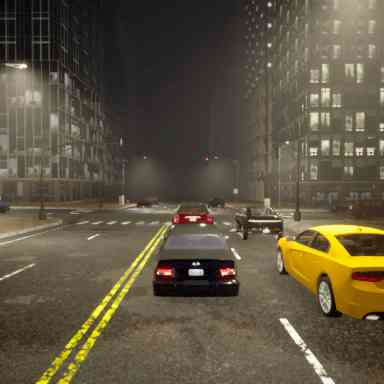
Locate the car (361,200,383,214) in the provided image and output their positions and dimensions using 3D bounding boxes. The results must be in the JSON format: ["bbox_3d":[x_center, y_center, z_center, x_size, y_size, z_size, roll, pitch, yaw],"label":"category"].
[{"bbox_3d":[21.670,1.643,36.959,4.829,1.417,1.752,1,0,1],"label":"car"}]

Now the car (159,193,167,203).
[{"bbox_3d":[-6.776,1.506,67.556,1.994,1.385,4.181,0,0,0],"label":"car"}]

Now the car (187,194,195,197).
[{"bbox_3d":[-0.303,1.469,79.761,1.994,1.385,4.181,0,0,0],"label":"car"}]

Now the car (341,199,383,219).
[{"bbox_3d":[16.093,1.520,28.651,5.009,1.841,2.192,1,0,1],"label":"car"}]

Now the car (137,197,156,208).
[{"bbox_3d":[-6.783,1.566,48.379,1.895,1.301,4.718,0,0,0],"label":"car"}]

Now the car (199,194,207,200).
[{"bbox_3d":[2.908,1.295,89.808,1.994,1.385,4.181,0,0,0],"label":"car"}]

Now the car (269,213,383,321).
[{"bbox_3d":[3.323,1.474,7.447,1.882,1.535,5.008,0,0,0],"label":"car"}]

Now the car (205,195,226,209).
[{"bbox_3d":[3.170,1.473,43.701,1.837,1.490,4.892,-2,0,-5],"label":"car"}]

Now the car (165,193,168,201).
[{"bbox_3d":[-6.799,1.153,78.305,2.150,2.045,5.566,0,0,0],"label":"car"}]

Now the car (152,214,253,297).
[{"bbox_3d":[0.067,1.543,8.719,2.033,1.411,5.357,0,0,0],"label":"car"}]

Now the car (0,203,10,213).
[{"bbox_3d":[-20.034,1.316,31.697,5.008,1.535,1.882,1,1,1],"label":"car"}]

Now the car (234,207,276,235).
[{"bbox_3d":[3.277,1.482,16.864,2.128,1.511,4.902,0,0,1],"label":"car"}]

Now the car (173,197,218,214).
[{"bbox_3d":[0.034,1.342,18.034,2.097,1.767,4.553,0,0,0],"label":"car"}]

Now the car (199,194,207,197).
[{"bbox_3d":[2.947,1.272,79.743,2.097,1.767,4.553,0,0,0],"label":"car"}]

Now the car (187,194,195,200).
[{"bbox_3d":[-0.342,1.294,89.797,1.994,1.385,4.181,0,0,0],"label":"car"}]

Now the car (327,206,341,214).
[{"bbox_3d":[16.639,1.716,34.431,4.718,1.301,1.895,0,1,1],"label":"car"}]

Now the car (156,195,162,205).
[{"bbox_3d":[-6.793,1.556,57.551,1.895,1.301,4.718,0,0,0],"label":"car"}]
